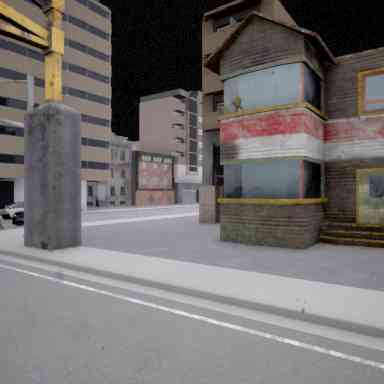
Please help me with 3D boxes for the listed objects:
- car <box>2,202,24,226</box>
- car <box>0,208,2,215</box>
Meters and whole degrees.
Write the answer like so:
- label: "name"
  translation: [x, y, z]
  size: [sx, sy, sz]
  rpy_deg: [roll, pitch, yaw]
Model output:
- label: "car"
  translation: [-10.111, 1.453, 23.009]
  size: [2.038, 1.542, 4.974]
  rpy_deg: [0, 0, 15]
- label: "car"
  translation: [-13.269, 1.295, 25.708]
  size: [4.536, 1.218, 1.853]
  rpy_deg: [0, 0, -30]
